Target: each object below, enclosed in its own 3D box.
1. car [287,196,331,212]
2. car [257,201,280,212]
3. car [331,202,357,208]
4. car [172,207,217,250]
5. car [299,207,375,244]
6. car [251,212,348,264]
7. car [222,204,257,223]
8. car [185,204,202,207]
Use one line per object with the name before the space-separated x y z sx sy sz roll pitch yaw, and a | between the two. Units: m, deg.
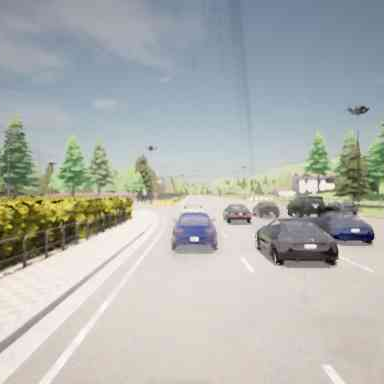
car | 10.602 1.387 31.166 2.150 2.045 5.566 0 0 0
car | 7.101 1.675 32.108 1.837 1.490 4.892 0 0 0
car | 14.102 1.662 32.007 2.128 1.511 4.902 0 0 0
car | 0.100 1.604 14.676 1.812 1.442 4.674 0 0 0
car | 7.099 1.652 16.439 1.994 1.385 4.181 0 0 0
car | 3.592 1.629 12.060 1.994 1.385 4.181 0 0 0
car | 3.599 1.692 27.087 2.033 1.411 5.357 0 0 0
car | 0.101 1.763 30.425 1.895 1.301 4.718 0 0 0
